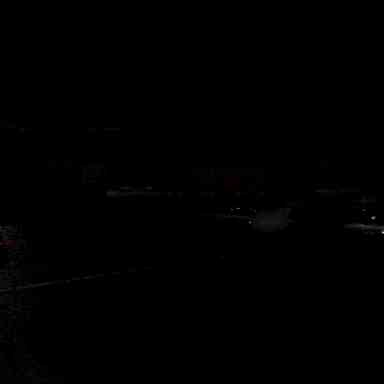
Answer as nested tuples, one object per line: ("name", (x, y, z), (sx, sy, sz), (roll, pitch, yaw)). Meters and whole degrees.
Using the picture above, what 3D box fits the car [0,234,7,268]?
("car", (-7.303, 1.602, 8.071), (4.892, 1.490, 1.837), (-1, 0, -35))

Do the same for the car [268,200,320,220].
("car", (8.897, 1.496, 28.007), (4.674, 1.442, 1.812), (-1, 0, -35))

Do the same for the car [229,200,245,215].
("car", (5.979, 1.523, 34.527), (4.892, 1.490, 1.837), (0, 0, -35))

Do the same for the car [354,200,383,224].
("car", (13.291, 1.472, 22.555), (4.181, 1.385, 1.994), (-1, 0, -35))

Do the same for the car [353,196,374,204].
("car", (25.137, 1.368, 47.788), (4.674, 1.442, 1.812), (0, 0, -35))

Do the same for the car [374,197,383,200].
("car", (27.015, 1.340, 44.833), (4.674, 1.442, 1.812), (0, 0, -35))

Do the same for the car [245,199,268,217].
("car", (7.648, 1.497, 31.423), (4.892, 1.490, 1.837), (-1, 0, -35))
